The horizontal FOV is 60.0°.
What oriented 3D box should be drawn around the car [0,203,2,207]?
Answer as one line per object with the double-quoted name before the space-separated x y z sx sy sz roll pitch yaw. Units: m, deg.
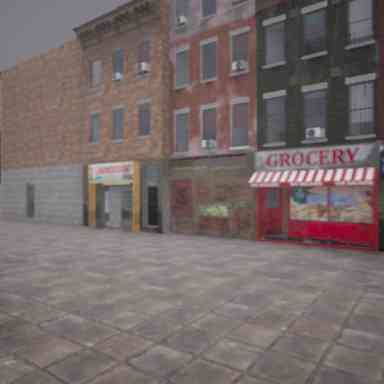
"car" -20.990 1.253 40.719 1.752 1.417 4.829 1 2 36
